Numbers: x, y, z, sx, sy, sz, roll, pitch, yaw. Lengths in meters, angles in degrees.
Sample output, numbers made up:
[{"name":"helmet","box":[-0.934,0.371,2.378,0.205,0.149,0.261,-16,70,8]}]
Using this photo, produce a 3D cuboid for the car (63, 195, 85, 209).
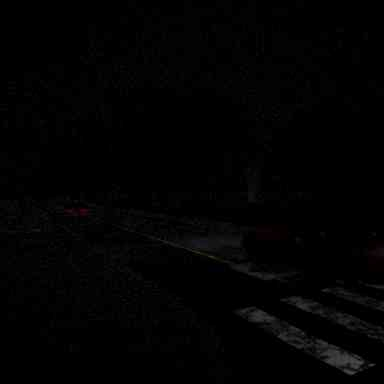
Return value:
[{"name":"car","box":[-15.574,1.224,43.688,2.097,1.767,4.553,-2,1,-28]}]

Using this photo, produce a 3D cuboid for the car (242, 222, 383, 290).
[{"name":"car","box":[3.420,1.473,8.952,1.895,1.301,4.718,-2,1,-29]}]
